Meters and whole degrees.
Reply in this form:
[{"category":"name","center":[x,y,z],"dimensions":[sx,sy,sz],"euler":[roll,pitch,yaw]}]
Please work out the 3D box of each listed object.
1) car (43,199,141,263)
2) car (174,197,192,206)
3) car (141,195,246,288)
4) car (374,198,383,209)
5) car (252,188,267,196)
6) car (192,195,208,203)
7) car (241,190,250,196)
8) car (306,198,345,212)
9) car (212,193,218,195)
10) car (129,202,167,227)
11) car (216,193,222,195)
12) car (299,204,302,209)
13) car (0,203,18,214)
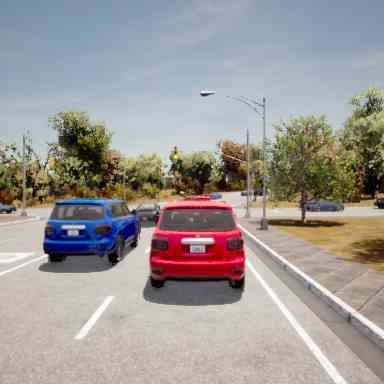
[{"category":"car","center":[-3.342,1.241,12.127],"dimensions":[2.150,2.045,5.566],"euler":[0,0,1]},{"category":"car","center":[-1.495,1.671,59.001],"dimensions":[1.994,1.385,4.181],"euler":[0,1,16]},{"category":"car","center":[0.134,1.233,9.372],"dimensions":[2.150,2.045,5.566],"euler":[0,0,0]},{"category":"car","center":[26.246,1.067,42.244],"dimensions":[5.566,2.045,2.150],"euler":[-2,0,3]},{"category":"car","center":[17.598,-0.066,85.031],"dimensions":[2.150,2.045,5.566],"euler":[0,3,33]},{"category":"car","center":[1.656,1.401,68.507],"dimensions":[1.812,1.442,4.674],"euler":[0,2,21]},{"category":"car","center":[14.283,0.275,86.316],"dimensions":[2.128,1.511,4.902],"euler":[0,3,33]},{"category":"car","center":[15.750,1.621,39.370],"dimensions":[4.181,1.385,1.994],"euler":[-1,0,4]},{"category":"car","center":[0.351,1.273,21.509],"dimensions":[2.150,2.045,5.566],"euler":[0,0,2]},{"category":"car","center":[-3.105,1.550,24.482],"dimensions":[2.128,1.511,4.902],"euler":[0,0,0]},{"category":"car","center":[5.691,0.957,77.882],"dimensions":[1.812,1.442,4.674],"euler":[0,3,26]},{"category":"car","center":[16.280,1.568,42.845],"dimensions":[4.892,1.490,1.837],"euler":[-1,0,3]},{"category":"car","center":[-22.977,1.821,38.023],"dimensions":[5.357,1.411,2.033],"euler":[-2,0,3]}]
